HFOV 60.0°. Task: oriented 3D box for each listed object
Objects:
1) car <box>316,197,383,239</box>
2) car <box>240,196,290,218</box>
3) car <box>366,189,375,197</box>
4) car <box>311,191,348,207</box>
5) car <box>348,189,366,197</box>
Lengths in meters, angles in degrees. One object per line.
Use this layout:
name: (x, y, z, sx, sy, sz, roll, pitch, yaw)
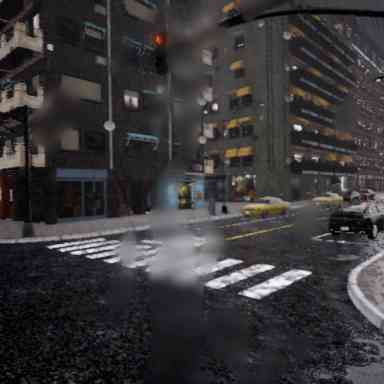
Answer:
car: (7.329, 1.108, 14.323, 2.008, 1.369, 4.403, 0, 2, 43)
car: (5.292, 0.989, 23.696, 1.752, 1.417, 4.829, 0, 2, 43)
car: (20.865, 0.357, 40.412, 1.887, 1.381, 4.507, 0, 2, 43)
car: (13.020, 0.666, 31.992, 1.752, 1.417, 4.829, 0, 2, 43)
car: (17.001, 0.540, 36.265, 1.947, 1.339, 4.313, 0, 2, 43)
